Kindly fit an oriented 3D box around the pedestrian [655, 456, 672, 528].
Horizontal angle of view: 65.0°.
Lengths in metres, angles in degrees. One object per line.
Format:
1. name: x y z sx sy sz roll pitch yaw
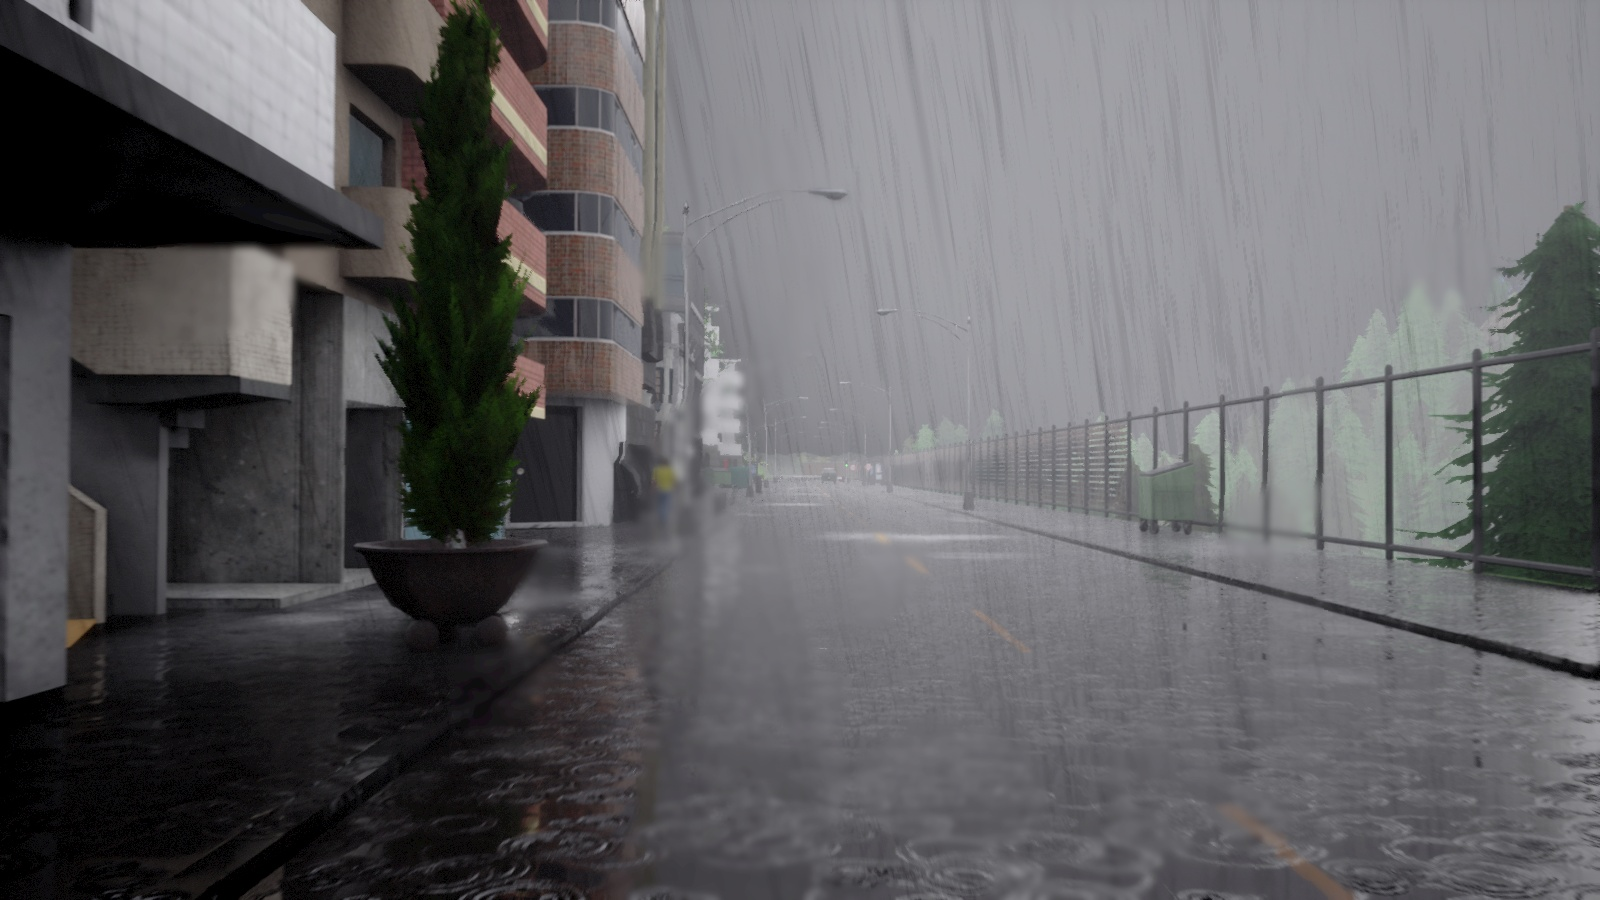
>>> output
1. pedestrian: -3.490 1.074 32.177 0.354 1.836 0.706 0 -1 0
